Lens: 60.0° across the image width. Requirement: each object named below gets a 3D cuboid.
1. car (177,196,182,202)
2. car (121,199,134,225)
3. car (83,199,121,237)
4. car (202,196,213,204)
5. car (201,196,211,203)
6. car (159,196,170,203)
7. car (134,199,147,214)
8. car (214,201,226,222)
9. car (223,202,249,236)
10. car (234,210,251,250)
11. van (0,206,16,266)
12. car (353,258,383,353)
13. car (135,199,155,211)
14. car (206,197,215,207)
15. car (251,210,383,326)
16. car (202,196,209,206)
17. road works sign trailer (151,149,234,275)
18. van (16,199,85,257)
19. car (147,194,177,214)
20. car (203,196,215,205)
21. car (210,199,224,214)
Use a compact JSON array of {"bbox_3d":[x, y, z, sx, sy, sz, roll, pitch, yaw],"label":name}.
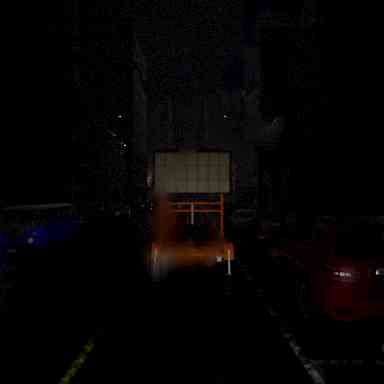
[{"bbox_3d":[-2.958,1.442,65.497,2.128,1.511,4.902,0,0,0],"label":"car"},{"bbox_3d":[-5.664,1.429,23.760,1.967,1.590,4.097,-1,0,0],"label":"car"},{"bbox_3d":[-5.669,1.307,18.175,2.192,1.841,5.009,-1,0,0],"label":"car"},{"bbox_3d":[2.909,1.518,62.856,1.947,1.339,4.313,-1,0,0],"label":"car"},{"bbox_3d":[2.914,1.527,68.441,1.802,1.307,4.206,-1,0,0],"label":"car"},{"bbox_3d":[-5.631,1.490,68.446,1.887,1.381,4.507,-1,0,0],"label":"car"},{"bbox_3d":[-5.656,1.421,34.931,1.967,1.590,4.097,-1,0,0],"label":"car"},{"bbox_3d":[2.873,1.555,23.754,1.947,1.339,4.313,-1,0,0],"label":"car"},{"bbox_3d":[2.867,1.517,18.339,1.752,1.417,4.829,-1,0,0],"label":"car"},{"bbox_3d":[2.863,1.577,12.582,1.802,1.307,4.206,-1,0,0],"label":"car"},{"bbox_3d":[-5.676,1.339,7.003,1.690,1.788,3.998,-1,0,0],"label":"van"},{"bbox_3d":[2.852,1.525,1.581,1.752,1.417,4.829,-1,0,0],"label":"car"},{"bbox_3d":[-5.650,1.559,40.518,1.802,1.307,4.206,-1,0,0],"label":"car"},{"bbox_3d":[2.883,1.532,34.926,2.008,1.369,4.403,-1,0,0],"label":"car"},{"bbox_3d":[2.854,1.313,6.997,2.192,1.841,5.009,-1,0,0],"label":"car"},{"bbox_3d":[2.898,1.517,51.684,2.008,1.369,4.403,-1,0,0],"label":"car"},{"bbox_3d":[0.011,0.461,10.400,2.380,3.560,2.880,0,0,0],"label":"road works sign trailer"},{"bbox_3d":[-5.672,1.336,12.589,1.690,1.788,3.998,-1,0,0],"label":"van"},{"bbox_3d":[-3.080,1.203,35.049,2.150,2.045,5.566,0,0,0],"label":"car"},{"bbox_3d":[2.903,1.485,57.439,1.752,1.417,4.829,-1,0,0],"label":"car"},{"bbox_3d":[2.878,1.551,29.340,1.947,1.339,4.313,-1,0,0],"label":"car"}]
